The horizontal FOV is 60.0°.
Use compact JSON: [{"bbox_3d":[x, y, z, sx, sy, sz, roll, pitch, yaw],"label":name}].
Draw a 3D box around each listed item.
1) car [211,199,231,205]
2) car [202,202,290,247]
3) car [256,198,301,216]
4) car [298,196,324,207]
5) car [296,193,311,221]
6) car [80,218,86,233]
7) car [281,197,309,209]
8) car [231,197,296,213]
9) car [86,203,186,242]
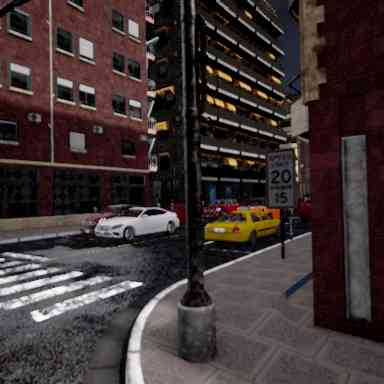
[{"bbox_3d":[2.421,1.339,27.360,1.967,1.590,4.097,-1,0,37],"label":"car"},{"bbox_3d":[2.318,1.306,13.757,1.752,1.417,4.829,-1,0,36],"label":"car"},{"bbox_3d":[8.100,1.320,30.761,2.033,1.411,5.357,-2,-1,37],"label":"car"},{"bbox_3d":[16.105,1.251,44.878,2.008,1.369,4.403,-2,0,39],"label":"car"},{"bbox_3d":[8.861,0.988,22.581,2.192,1.841,5.009,-1,0,37],"label":"car"},{"bbox_3d":[-4.114,1.444,18.395,1.967,1.590,4.097,-1,0,35],"label":"car"},{"bbox_3d":[12.611,1.331,40.554,1.802,1.307,4.206,-2,0,38],"label":"car"},{"bbox_3d":[4.752,1.131,21.561,2.097,1.767,4.553,-2,-1,36],"label":"car"},{"bbox_3d":[-2.531,1.467,16.330,1.812,1.442,4.674,-2,-1,37],"label":"car"}]
